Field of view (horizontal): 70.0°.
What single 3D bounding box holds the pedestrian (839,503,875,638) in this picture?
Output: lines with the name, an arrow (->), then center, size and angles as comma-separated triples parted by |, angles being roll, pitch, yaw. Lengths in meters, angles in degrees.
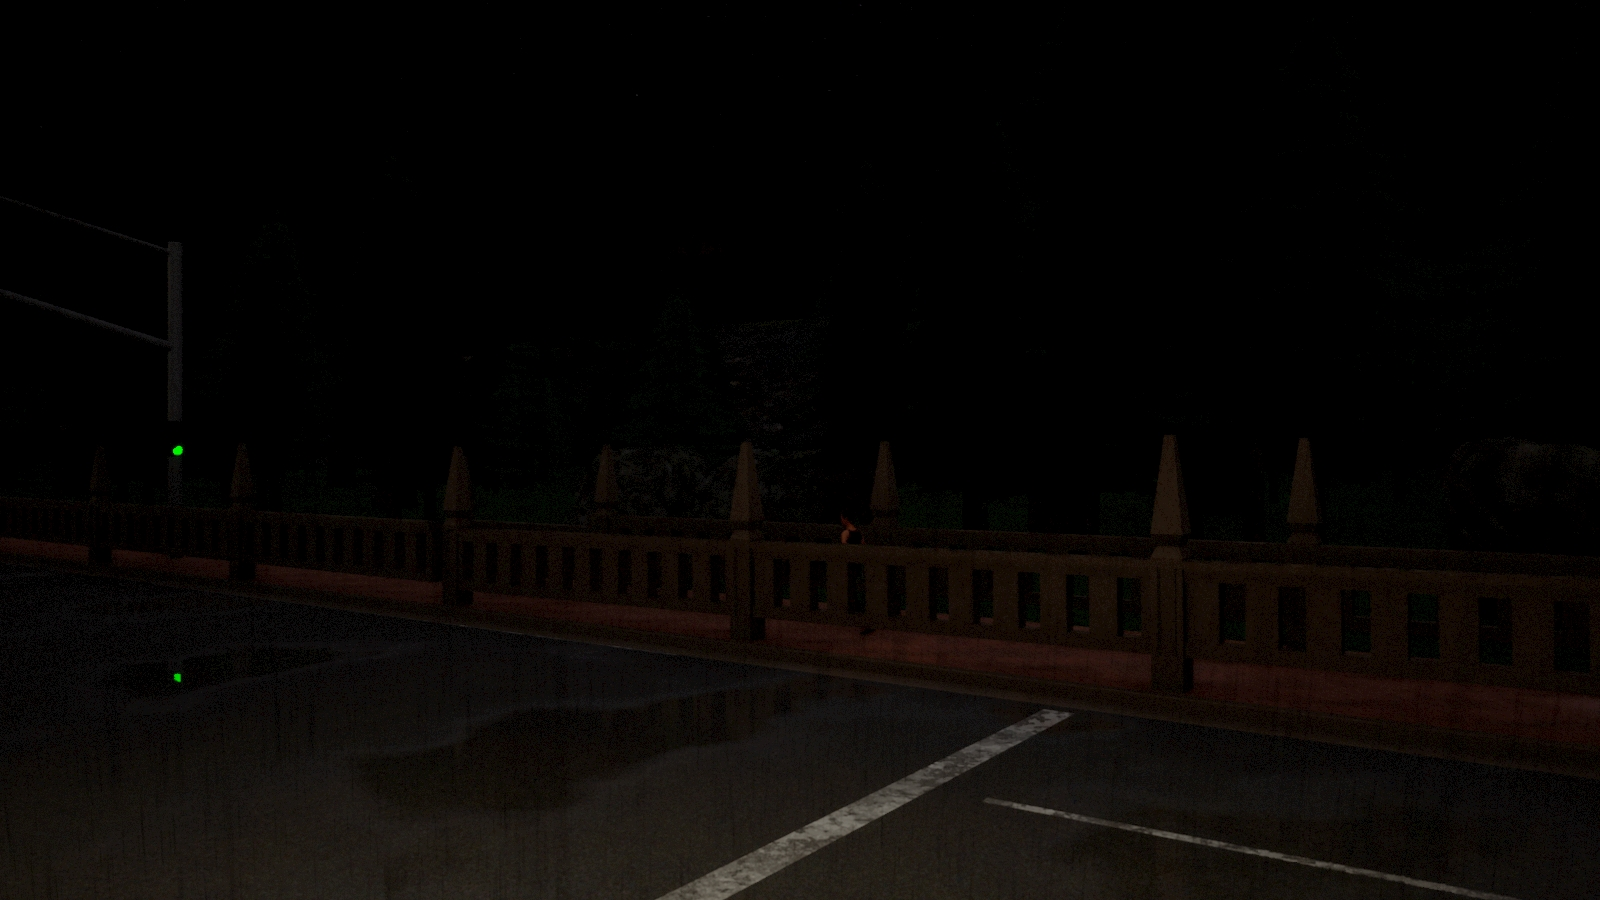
pedestrian -> 0.813, 1.696, 16.224 | 0.375, 1.860, 0.375 | 0, 0, 35
